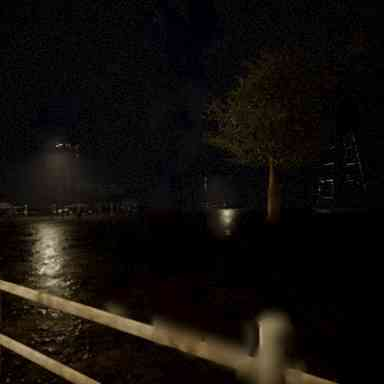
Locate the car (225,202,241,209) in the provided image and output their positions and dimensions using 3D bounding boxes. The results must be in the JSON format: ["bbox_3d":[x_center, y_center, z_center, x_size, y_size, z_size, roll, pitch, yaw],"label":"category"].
[{"bbox_3d":[8.489,2.795,68.882,1.994,1.385,4.181,-2,-2,36],"label":"car"}]

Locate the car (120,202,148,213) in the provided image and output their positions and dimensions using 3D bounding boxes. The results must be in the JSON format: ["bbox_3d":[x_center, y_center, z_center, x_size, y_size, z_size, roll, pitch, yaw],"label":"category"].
[{"bbox_3d":[-8.845,2.258,51.046,2.097,1.767,4.553,-2,-2,36],"label":"car"}]

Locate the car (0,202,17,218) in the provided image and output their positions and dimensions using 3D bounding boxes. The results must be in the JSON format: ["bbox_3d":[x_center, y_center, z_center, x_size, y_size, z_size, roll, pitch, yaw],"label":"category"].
[{"bbox_3d":[-20.777,1.916,34.415,2.097,1.767,4.553,-2,-2,36],"label":"car"}]

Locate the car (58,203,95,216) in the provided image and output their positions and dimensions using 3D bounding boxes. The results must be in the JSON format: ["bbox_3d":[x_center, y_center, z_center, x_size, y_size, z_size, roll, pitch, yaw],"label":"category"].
[{"bbox_3d":[-14.777,2.224,42.773,2.128,1.511,4.902,-2,-2,36],"label":"car"}]
